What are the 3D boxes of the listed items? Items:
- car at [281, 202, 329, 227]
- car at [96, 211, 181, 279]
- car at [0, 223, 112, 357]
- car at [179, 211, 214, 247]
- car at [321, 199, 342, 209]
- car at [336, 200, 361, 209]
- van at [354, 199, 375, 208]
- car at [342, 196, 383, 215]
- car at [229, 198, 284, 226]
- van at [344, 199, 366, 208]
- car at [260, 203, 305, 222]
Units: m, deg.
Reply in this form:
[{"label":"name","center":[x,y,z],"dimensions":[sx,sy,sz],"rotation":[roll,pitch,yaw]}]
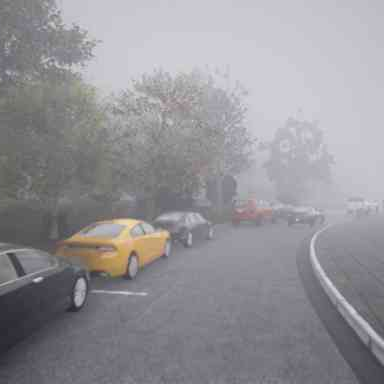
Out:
[{"label":"car","center":[8.505,1.739,24.747],"dimensions":[1.812,1.442,4.674],"rotation":[-1,-1,34]},{"label":"car","center":[-2.136,1.585,10.501],"dimensions":[2.097,1.535,5.008],"rotation":[0,0,14]},{"label":"car","center":[-3.172,1.496,5.003],"dimensions":[2.231,1.521,4.892],"rotation":[0,-1,5]},{"label":"car","center":[-0.407,1.663,15.974],"dimensions":[2.231,1.521,4.892],"rotation":[-1,-1,22]},{"label":"car","center":[27.867,2.398,64.776],"dimensions":[5.566,2.045,2.435],"rotation":[-2,-3,20]},{"label":"car","center":[33.563,2.694,71.517],"dimensions":[4.553,1.767,2.185],"rotation":[-2,-2,20]},{"label":"van","center":[42.915,2.900,82.818],"dimensions":[4.442,1.987,1.878],"rotation":[-2,-2,20]},{"label":"car","center":[19.623,1.535,38.151],"dimensions":[2.150,2.045,5.566],"rotation":[-2,-2,43]},{"label":"car","center":[4.909,1.521,26.097],"dimensions":[2.435,2.045,5.566],"rotation":[-1,-1,33]},{"label":"van","center":[37.221,2.716,76.064],"dimensions":[4.442,1.987,1.878],"rotation":[-2,-2,20]},{"label":"car","center":[8.494,1.828,30.899],"dimensions":[2.097,1.535,5.008],"rotation":[-2,-1,39]}]
